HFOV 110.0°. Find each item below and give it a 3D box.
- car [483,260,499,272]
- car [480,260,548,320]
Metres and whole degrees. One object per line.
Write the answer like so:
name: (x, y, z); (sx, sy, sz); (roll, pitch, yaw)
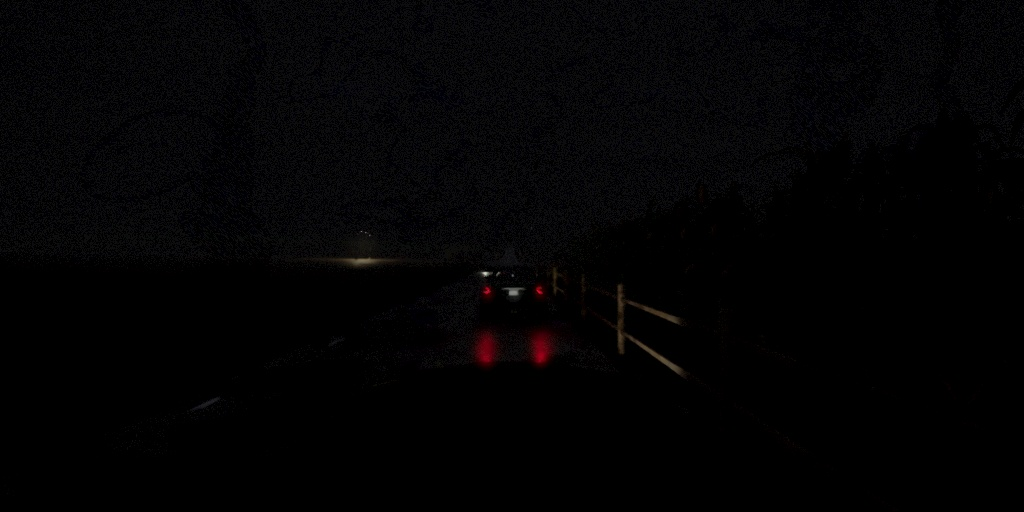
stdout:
car: (-2.837, 1.349, 50.073); (1.882, 1.535, 5.008); (0, 0, 0)
car: (0.066, 1.127, 12.828); (2.097, 1.767, 4.553); (0, 0, 0)
